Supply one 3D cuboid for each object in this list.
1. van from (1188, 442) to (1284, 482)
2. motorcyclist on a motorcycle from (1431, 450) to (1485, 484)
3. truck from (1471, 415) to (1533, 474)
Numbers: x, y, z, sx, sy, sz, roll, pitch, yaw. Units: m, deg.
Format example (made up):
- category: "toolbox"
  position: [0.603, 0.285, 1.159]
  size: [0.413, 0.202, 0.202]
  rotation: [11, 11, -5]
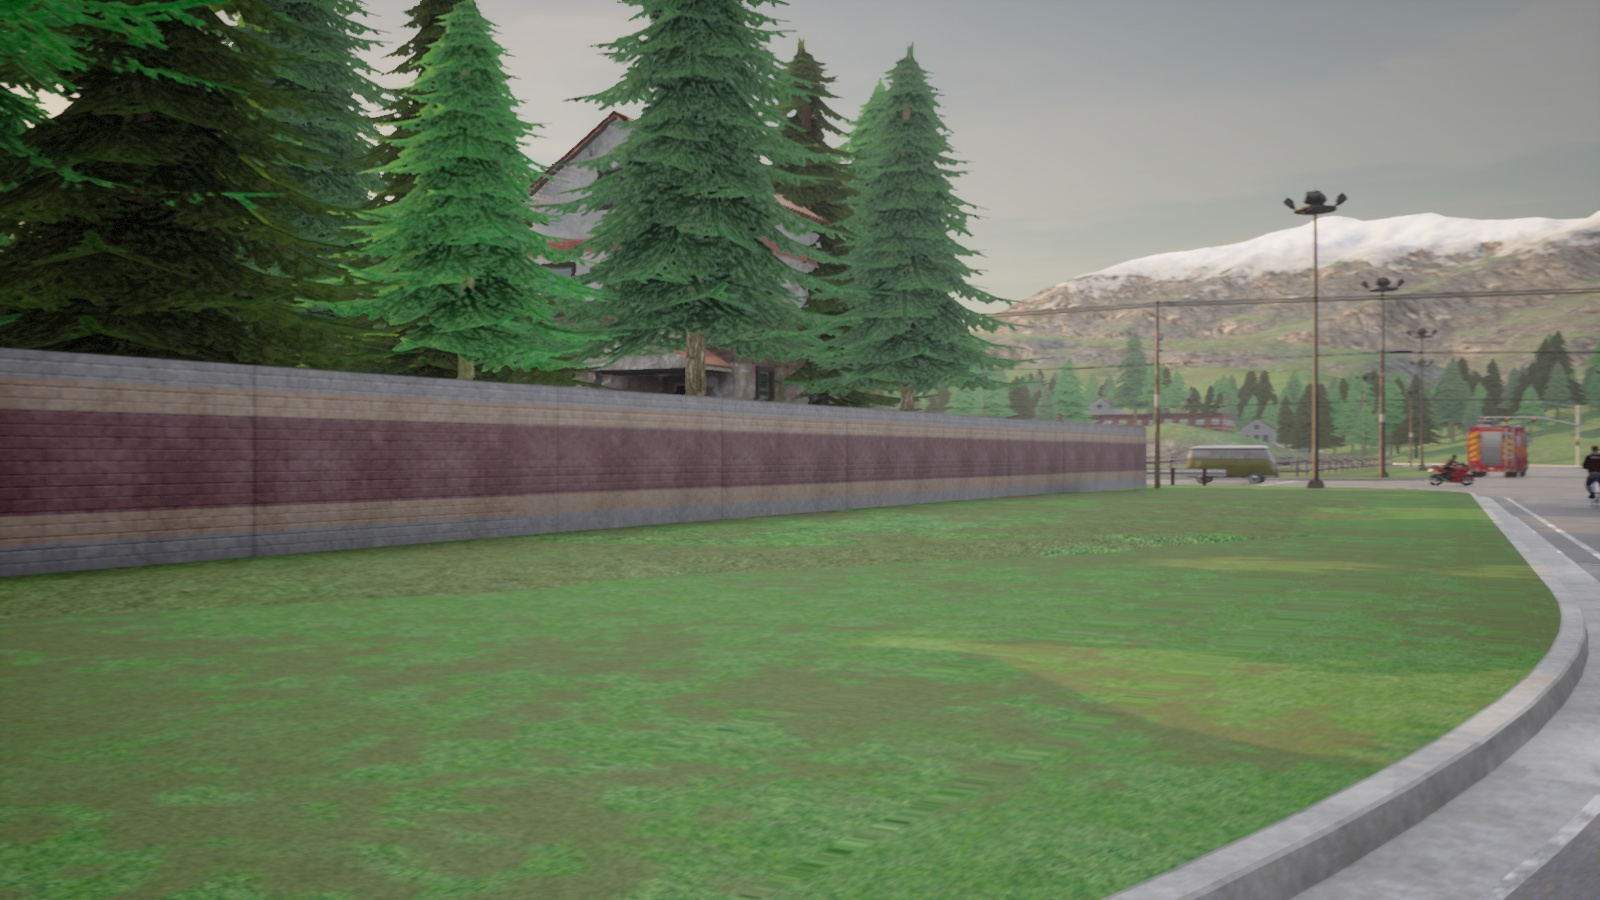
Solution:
- category: "van"
  position: [22.370, 0.625, 64.484]
  size: [4.442, 1.987, 1.775]
  rotation: [0, 0, 27]
- category: "motorcyclist on a motorcycle"
  position: [30.609, 0.796, 58.416]
  size: [2.044, 1.523, 0.797]
  rotation: [0, -2, 4]
- category: "truck"
  position: [47.931, -0.332, 85.624]
  size: [2.891, 3.827, 8.468]
  rotation: [0, 0, 35]
